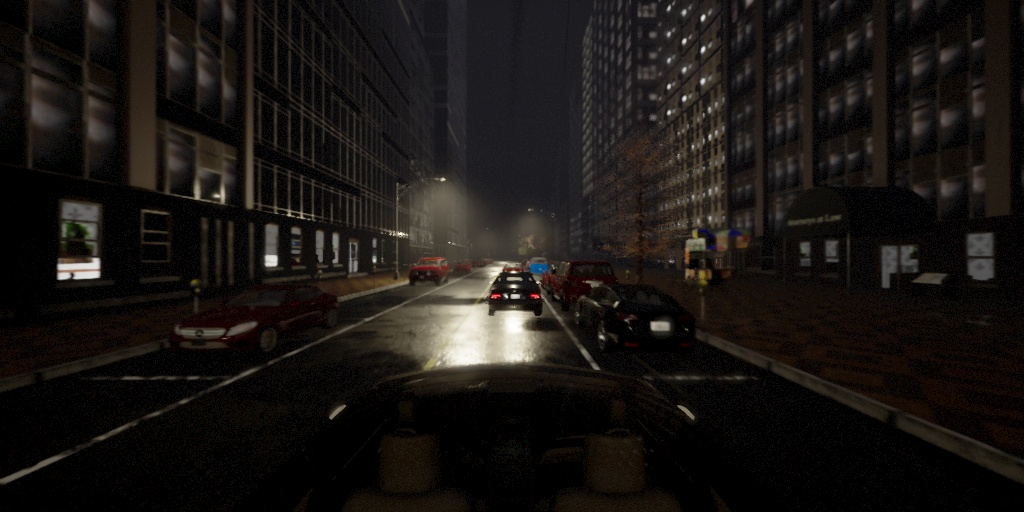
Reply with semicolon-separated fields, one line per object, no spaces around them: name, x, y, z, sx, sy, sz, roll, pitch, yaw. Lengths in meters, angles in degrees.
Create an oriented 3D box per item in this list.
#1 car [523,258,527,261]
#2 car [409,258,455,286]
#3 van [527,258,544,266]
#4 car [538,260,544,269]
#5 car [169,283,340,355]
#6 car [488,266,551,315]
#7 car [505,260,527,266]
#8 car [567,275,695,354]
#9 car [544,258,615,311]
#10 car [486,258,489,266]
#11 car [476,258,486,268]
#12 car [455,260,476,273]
car;2.691;1.147;41.829;1.967;1.591;4.097;0;0;0
car;-5.689;1.040;25.211;2.192;1.841;5.009;0;0;0
van;2.691;1.054;36.289;1.690;1.789;3.998;0;0;0
car;2.691;1.171;19.672;1.967;1.591;4.097;0;0;0
car;-5.689;1.325;8.593;1.802;1.307;4.207;0;0;0
car;0.101;1.285;13.515;2.033;1.411;5.357;0;0;0
car;0.101;1.318;32.427;1.895;1.301;4.718;0;0;0
car;2.692;1.309;8.593;1.948;1.339;4.313;0;0;0
car;2.692;1.052;14.132;2.192;1.841;5.009;0;0;0
car;-5.689;1.123;63.985;1.967;1.591;4.097;0;0;0
car;-5.689;1.235;58.446;1.888;1.381;4.507;0;0;0
car;-5.689;1.253;41.829;1.888;1.381;4.507;0;0;0
